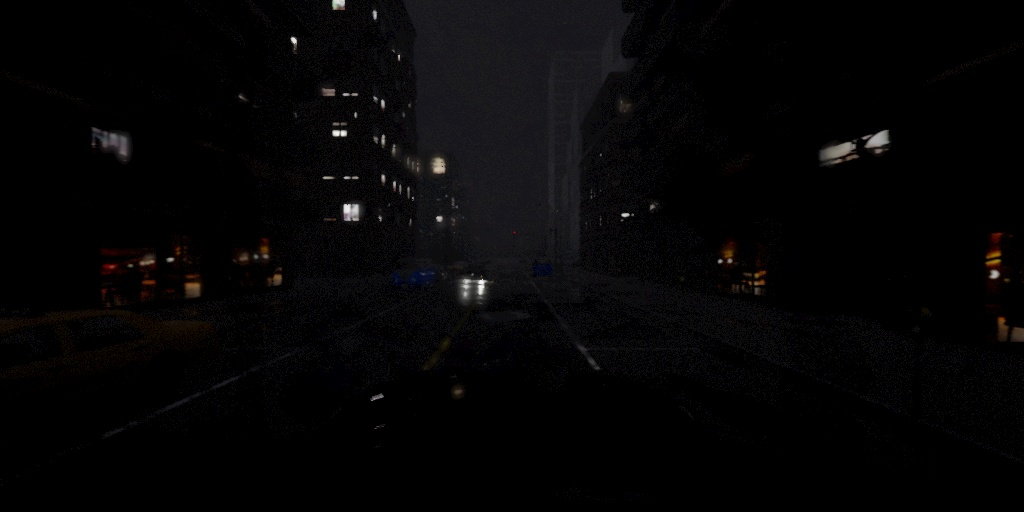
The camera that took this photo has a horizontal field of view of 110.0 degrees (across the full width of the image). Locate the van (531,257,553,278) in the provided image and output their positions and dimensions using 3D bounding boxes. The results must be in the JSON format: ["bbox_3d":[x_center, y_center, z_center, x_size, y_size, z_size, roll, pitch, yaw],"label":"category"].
[{"bbox_3d":[2.688,1.031,32.340,1.690,1.789,3.998,0,0,0],"label":"van"}]

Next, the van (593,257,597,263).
[{"bbox_3d":[14.687,1.021,55.360,3.998,1.789,1.690,0,0,0],"label":"van"}]

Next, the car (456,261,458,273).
[{"bbox_3d":[-5.693,1.206,37.869,1.751,1.417,4.829,0,0,0],"label":"car"}]

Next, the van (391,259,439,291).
[{"bbox_3d":[-5.692,1.052,21.048,1.690,1.789,3.998,0,0,0],"label":"van"}]

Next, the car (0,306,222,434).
[{"bbox_3d":[-5.691,1.271,3.886,1.751,1.417,4.829,0,0,0],"label":"car"}]

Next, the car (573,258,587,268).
[{"bbox_3d":[12.017,1.067,58.031,4.181,1.385,1.994,0,1,0],"label":"car"}]

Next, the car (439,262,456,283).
[{"bbox_3d":[-5.692,1.251,26.711,2.007,1.370,4.403,0,0,0],"label":"car"}]

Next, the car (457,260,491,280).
[{"bbox_3d":[-3.095,1.258,30.198,1.994,1.385,4.181,0,0,0],"label":"car"}]
